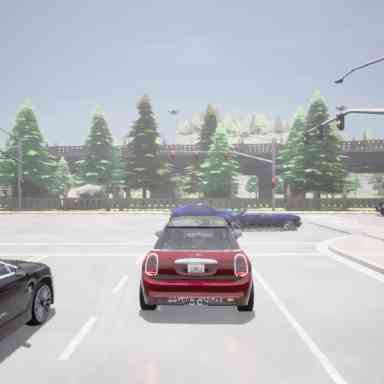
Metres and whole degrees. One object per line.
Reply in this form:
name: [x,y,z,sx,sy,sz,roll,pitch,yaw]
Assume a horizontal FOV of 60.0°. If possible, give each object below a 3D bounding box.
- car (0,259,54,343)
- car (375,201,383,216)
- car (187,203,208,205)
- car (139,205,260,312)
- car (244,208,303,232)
car: [-3.432,1.492,4.172,2.128,1.511,4.902,0,0,0]
car: [19.478,1.166,29.618,5.566,2.045,2.150,0,0,1]
car: [0.781,1.492,22.714,4.674,1.442,1.812,0,0,1]
car: [0.149,1.352,7.922,2.097,1.767,4.553,0,0,2]
car: [3.823,1.566,19.167,4.718,1.301,1.895,-1,0,1]
